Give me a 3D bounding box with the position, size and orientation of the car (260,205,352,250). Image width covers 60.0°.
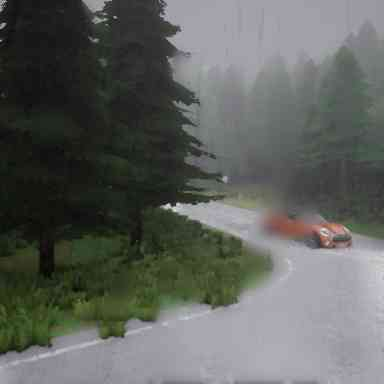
[{"bbox_3d":[5.582,1.662,16.666,2.097,1.767,4.553,1,3,-30],"label":"car"}]
